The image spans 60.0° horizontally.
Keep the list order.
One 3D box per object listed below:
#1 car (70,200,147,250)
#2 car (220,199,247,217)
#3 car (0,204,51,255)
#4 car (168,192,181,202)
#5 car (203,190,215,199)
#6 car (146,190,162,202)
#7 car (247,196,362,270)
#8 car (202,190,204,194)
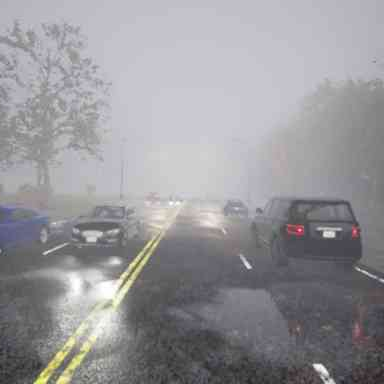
[{"bbox_3d":[-3.259,1.269,13.327,2.128,1.511,4.902,1,1,0],"label":"car"},{"bbox_3d":[3.585,1.277,28.684,1.994,1.385,4.181,3,1,0],"label":"car"},{"bbox_3d":[-6.529,1.197,11.148,1.882,1.535,5.008,1,1,0],"label":"car"},{"bbox_3d":[-2.802,0.787,55.062,2.128,1.511,4.902,1,1,1],"label":"car"},{"bbox_3d":[4.076,0.642,74.274,2.033,1.649,4.856,2,-1,1],"label":"car"},{"bbox_3d":[-6.076,0.582,53.496,2.097,1.767,4.553,1,1,1],"label":"car"},{"bbox_3d":[3.472,1.155,11.099,2.150,2.045,5.566,2,0,0],"label":"car"},{"bbox_3d":[4.255,0.622,85.255,1.812,1.442,4.674,2,2,1],"label":"car"}]
